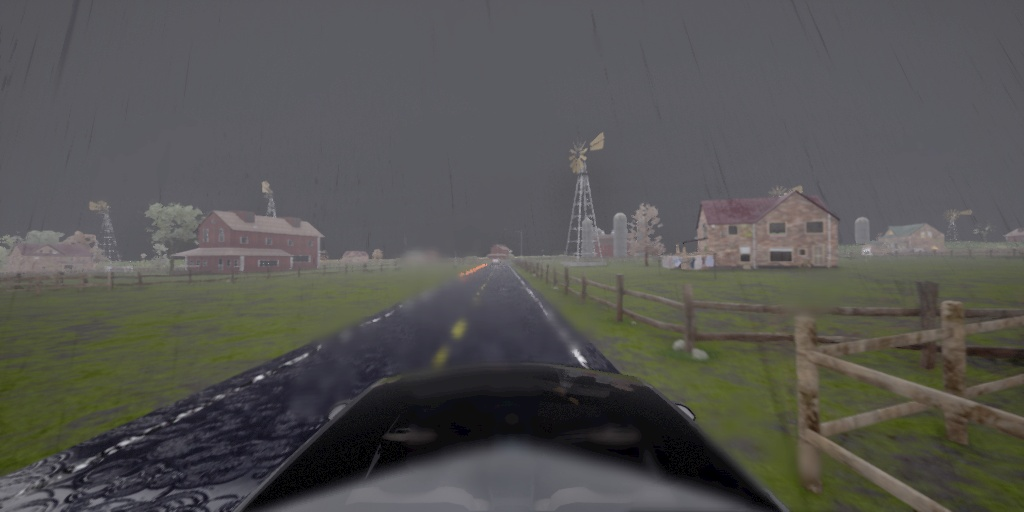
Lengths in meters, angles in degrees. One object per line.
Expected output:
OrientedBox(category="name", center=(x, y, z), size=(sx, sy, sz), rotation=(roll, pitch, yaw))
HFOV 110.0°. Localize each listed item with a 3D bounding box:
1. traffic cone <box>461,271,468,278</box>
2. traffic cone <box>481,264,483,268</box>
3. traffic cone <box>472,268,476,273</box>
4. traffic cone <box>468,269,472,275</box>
OrientedBox(category="traffic cone", center=(-4.580, 1.747, 33.567), size=(0.340, 0.580, 0.340), rotation=(0, 0, -2))
OrientedBox(category="traffic cone", center=(-5.310, 1.791, 58.558), size=(0.340, 0.580, 0.340), rotation=(0, 0, -2))
OrientedBox(category="traffic cone", center=(-4.871, 1.764, 43.563), size=(0.340, 0.580, 0.340), rotation=(0, 0, -2))
OrientedBox(category="traffic cone", center=(-4.725, 1.755, 38.565), size=(0.340, 0.580, 0.340), rotation=(0, 0, -2))
